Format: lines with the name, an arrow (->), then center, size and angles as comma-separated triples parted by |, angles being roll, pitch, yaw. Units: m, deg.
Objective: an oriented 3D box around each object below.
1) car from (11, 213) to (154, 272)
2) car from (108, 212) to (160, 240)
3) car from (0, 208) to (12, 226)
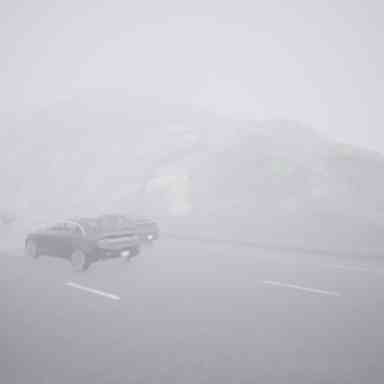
car -> -3.883, 1.623, 11.376 | 4.902, 1.511, 2.128 | 0, -1, 38
car -> -3.686, 1.700, 15.672 | 4.892, 1.490, 1.837 | -1, -2, 38
car -> -14.958, 1.792, 24.412 | 4.718, 1.301, 1.895 | 0, -1, 38
